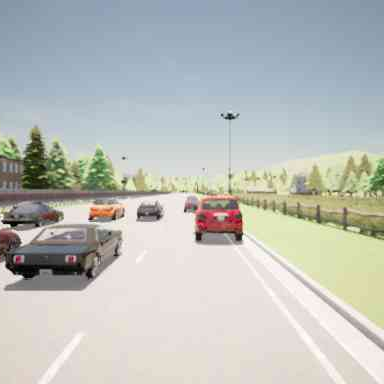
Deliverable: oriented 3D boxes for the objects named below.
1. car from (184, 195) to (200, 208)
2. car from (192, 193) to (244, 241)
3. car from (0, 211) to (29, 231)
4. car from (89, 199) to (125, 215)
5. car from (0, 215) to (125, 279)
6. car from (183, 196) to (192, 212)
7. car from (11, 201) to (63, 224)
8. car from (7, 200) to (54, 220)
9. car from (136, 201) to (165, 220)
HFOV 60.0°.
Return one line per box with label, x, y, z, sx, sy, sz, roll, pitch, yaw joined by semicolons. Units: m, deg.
car;-0.007;1.290;48.265;2.097;1.767;4.553;0;0;0
car;1.223;1.202;16.744;2.150;2.045;5.566;0;0;0
car;-6.901;1.513;9.731;1.812;1.442;4.674;0;0;0
car;-6.903;1.316;27.455;2.097;1.767;4.553;0;0;0
car;-3.402;1.588;9.979;1.895;1.301;4.718;0;0;0
car;0.033;1.477;37.728;1.812;1.442;4.674;0;0;1
car;-10.403;1.518;22.239;2.033;1.411;5.357;0;0;0
car;-13.904;1.487;28.920;1.812;1.442;4.674;0;0;0
car;-3.404;1.456;27.701;2.128;1.511;4.902;0;0;0
